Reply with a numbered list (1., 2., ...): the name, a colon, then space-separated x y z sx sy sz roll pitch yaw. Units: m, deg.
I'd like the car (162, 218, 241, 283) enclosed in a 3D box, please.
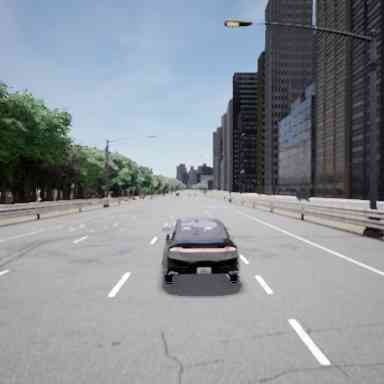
1. car: 0.164 1.486 9.660 2.128 1.511 4.902 0 0 -2
